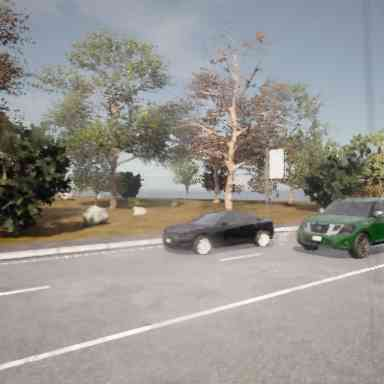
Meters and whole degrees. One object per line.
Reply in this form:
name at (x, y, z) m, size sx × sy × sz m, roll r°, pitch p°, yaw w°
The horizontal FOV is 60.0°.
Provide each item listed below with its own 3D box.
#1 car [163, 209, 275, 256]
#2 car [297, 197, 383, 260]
car at (1.190, 1.489, 13.435) m, size 5.008 × 1.535 × 1.882 m, roll 0°, pitch 0°, yaw -36°
car at (6.509, 1.241, 12.919) m, size 5.566 × 2.045 × 2.150 m, roll 0°, pitch 0°, yaw -35°
